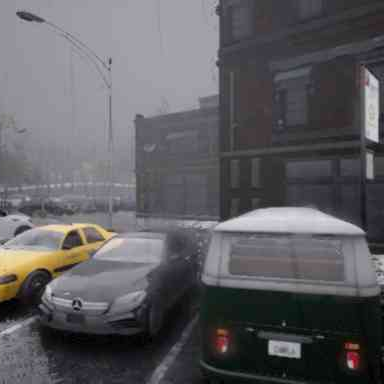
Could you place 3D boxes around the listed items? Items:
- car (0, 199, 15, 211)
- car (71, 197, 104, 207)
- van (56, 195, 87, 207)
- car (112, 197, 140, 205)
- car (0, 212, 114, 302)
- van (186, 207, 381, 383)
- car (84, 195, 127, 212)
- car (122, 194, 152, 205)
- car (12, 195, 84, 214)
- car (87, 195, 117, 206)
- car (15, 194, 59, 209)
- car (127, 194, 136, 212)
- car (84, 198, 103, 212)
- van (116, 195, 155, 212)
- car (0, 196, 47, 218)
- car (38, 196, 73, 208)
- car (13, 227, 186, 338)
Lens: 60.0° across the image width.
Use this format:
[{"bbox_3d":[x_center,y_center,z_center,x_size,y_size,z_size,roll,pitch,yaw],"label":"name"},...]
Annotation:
[{"bbox_3d":[-26.215,1.690,44.028,4.792,1.488,2.163,-1,0,14],"label":"car"},{"bbox_3d":[-17.730,1.669,56.558,4.892,1.521,2.231,-1,-1,14],"label":"car"},{"bbox_3d":[-19.534,1.442,54.075,4.442,1.987,1.878,-1,0,14],"label":"van"},{"bbox_3d":[-12.615,1.700,64.053,4.792,1.488,2.163,-1,-1,14],"label":"car"},{"bbox_3d":[-3.507,1.506,8.462,1.946,1.575,5.366,0,-1,15],"label":"car"},{"bbox_3d":[1.460,1.267,5.270,1.878,1.987,4.442,0,-1,15],"label":"van"},{"bbox_3d":[-10.582,1.348,36.901,5.566,2.045,2.435,1,1,14],"label":"car"},{"bbox_3d":[-10.985,1.421,66.574,5.566,2.045,2.435,-1,0,14],"label":"car"},{"bbox_3d":[-13.840,1.345,32.001,5.566,2.045,2.435,1,0,14],"label":"car"},{"bbox_3d":[-16.002,1.543,59.036,4.553,1.767,2.185,-1,0,14],"label":"car"},{"bbox_3d":[-22.778,1.412,49.048,5.566,2.045,2.435,-1,-1,14],"label":"car"},{"bbox_3d":[-8.923,1.349,39.352,5.566,2.045,2.435,1,1,14],"label":"car"},{"bbox_3d":[-12.239,1.627,34.440,4.792,1.488,2.163,1,1,14],"label":"car"},{"bbox_3d":[-7.124,1.378,41.778,4.442,1.987,1.878,1,0,14],"label":"van"},{"bbox_3d":[-8.357,1.281,12.157,2.435,2.045,5.566,0,-1,15],"label":"car"},{"bbox_3d":[-21.142,1.540,51.561,4.553,1.767,2.185,-1,-1,14],"label":"car"},{"bbox_3d":[-1.007,1.541,6.901,2.002,1.452,4.674,0,-1,15],"label":"car"}]
